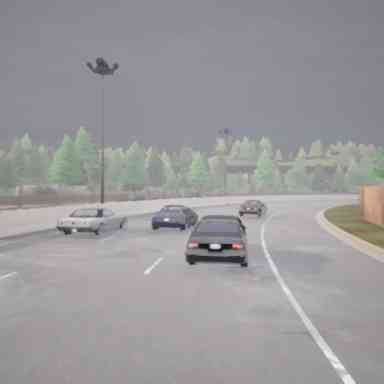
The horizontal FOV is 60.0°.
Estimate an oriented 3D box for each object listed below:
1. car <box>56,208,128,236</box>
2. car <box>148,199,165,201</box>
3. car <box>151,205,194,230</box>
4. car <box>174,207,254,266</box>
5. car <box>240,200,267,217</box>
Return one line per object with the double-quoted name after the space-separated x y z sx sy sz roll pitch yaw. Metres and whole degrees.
-5.026 1.477 17.555 1.895 1.301 4.718 0 0 11 "car"
-5.547 1.294 48.063 1.895 1.301 4.718 0 0 28 "car"
-0.916 1.442 19.863 1.994 1.385 4.181 0 0 13 "car"
0.972 1.483 11.347 2.033 1.411 5.357 0 0 8 "car"
5.424 1.394 29.296 2.033 1.411 5.357 0 0 20 "car"
